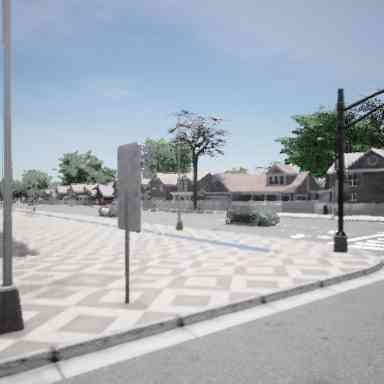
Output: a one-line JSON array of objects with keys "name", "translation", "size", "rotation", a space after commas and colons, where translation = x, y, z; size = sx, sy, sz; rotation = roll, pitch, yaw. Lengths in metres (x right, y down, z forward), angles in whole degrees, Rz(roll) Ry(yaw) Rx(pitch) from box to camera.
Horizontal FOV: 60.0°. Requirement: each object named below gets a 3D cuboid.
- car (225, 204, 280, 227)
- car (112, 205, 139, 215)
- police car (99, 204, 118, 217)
[{"name": "car", "translation": [4.766, 1.746, 26.576], "size": [2.097, 1.767, 4.553], "rotation": [0, -1, -36]}, {"name": "car", "translation": [-9.185, 2.455, 45.943], "size": [1.895, 1.301, 4.718], "rotation": [0, -1, -35]}, {"name": "police car", "translation": [-9.833, 2.307, 41.393], "size": [2.038, 1.542, 4.974], "rotation": [0, -1, -36]}]
